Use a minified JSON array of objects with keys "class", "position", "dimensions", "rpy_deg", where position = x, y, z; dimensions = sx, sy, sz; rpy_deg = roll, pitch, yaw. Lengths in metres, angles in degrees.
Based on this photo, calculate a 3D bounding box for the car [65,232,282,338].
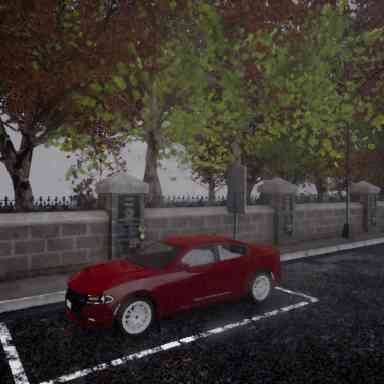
[{"class":"car","position":[-0.137,1.545,6.617],"dimensions":[4.507,1.381,1.887],"rpy_deg":[0,0,-35]}]
